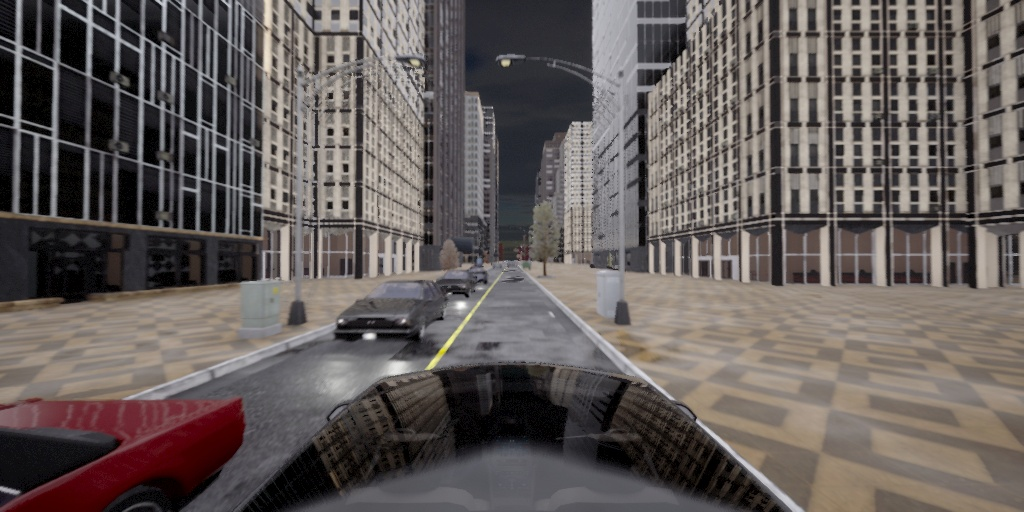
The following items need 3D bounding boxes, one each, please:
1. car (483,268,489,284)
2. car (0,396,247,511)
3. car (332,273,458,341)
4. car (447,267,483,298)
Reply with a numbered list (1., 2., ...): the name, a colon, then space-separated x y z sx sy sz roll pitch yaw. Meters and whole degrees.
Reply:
1. car: -3.052 1.631 30.604 1.994 1.385 4.181 0 -1 0
2. car: -3.086 1.340 0.674 1.895 1.301 4.718 0 -1 -1
3. car: -3.097 1.394 10.472 2.033 1.411 5.357 0 -1 0
4. car: -3.089 1.505 20.544 2.033 1.411 5.357 0 -1 0
